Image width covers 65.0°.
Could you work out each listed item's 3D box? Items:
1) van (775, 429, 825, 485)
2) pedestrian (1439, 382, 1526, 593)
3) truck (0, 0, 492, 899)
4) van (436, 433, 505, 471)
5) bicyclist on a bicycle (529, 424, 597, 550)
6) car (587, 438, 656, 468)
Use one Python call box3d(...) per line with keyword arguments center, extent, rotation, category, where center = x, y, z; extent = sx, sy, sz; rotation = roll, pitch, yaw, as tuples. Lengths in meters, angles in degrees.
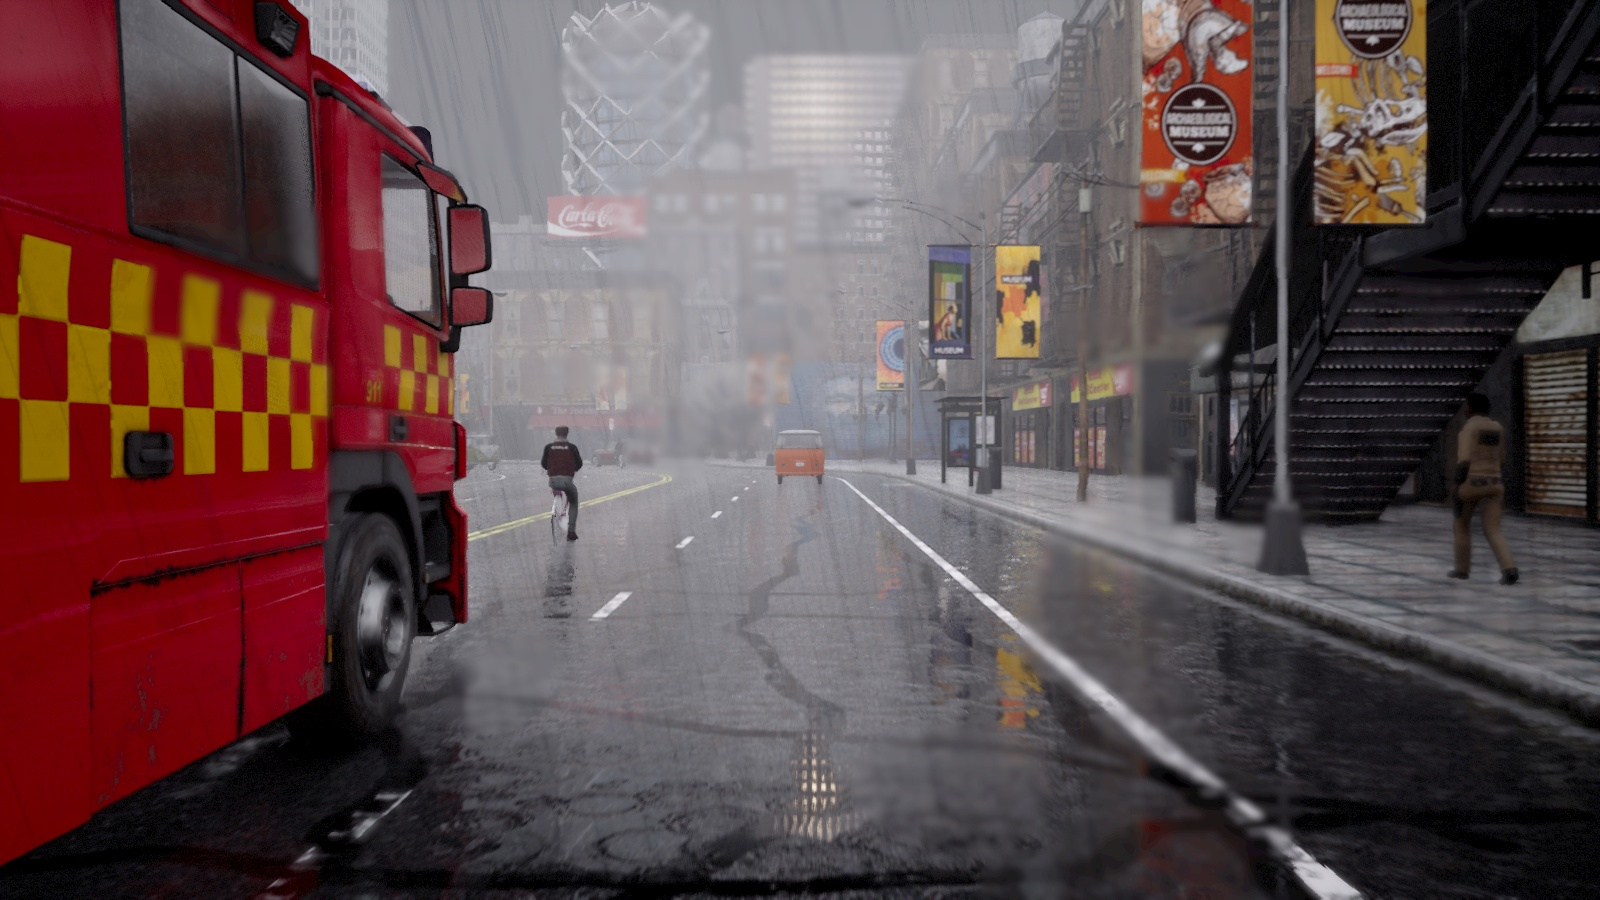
box3d(center=(-0.003, 0.235, 46.905), extent=(1.775, 1.987, 4.442), rotation=(0, 0, 0), category="van")
box3d(center=(6.422, 0.341, 11.833), extent=(0.396, 1.930, 0.692), rotation=(0, 0, -6), category="pedestrian")
box3d(center=(-3.476, -0.443, 3.994), extent=(2.891, 3.827, 8.468), rotation=(0, 0, 0), category="truck")
box3d(center=(-18.055, 0.099, 68.650), extent=(1.775, 1.987, 4.442), rotation=(0, 0, -43), category="van")
box3d(center=(-3.482, 0.510, 18.618), extent=(0.659, 1.776, 1.843), rotation=(0, 1, 0), category="bicyclist on a bicycle")
box3d(center=(-10.882, 0.166, 76.414), extent=(2.097, 1.767, 4.553), rotation=(0, 0, -40), category="car")
